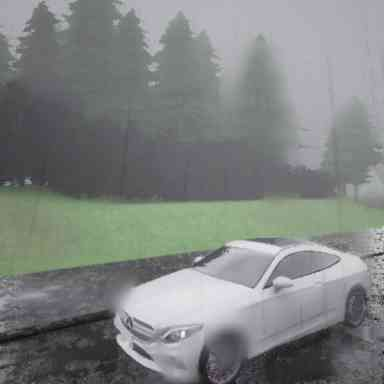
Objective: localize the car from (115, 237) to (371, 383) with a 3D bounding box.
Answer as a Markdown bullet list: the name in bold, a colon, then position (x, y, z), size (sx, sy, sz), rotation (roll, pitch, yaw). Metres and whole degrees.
- **car**: position (1.111, 1.515, 5.381), size (4.674, 1.442, 1.812), rotation (0, 0, -36)
